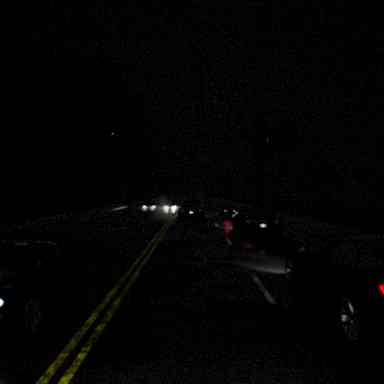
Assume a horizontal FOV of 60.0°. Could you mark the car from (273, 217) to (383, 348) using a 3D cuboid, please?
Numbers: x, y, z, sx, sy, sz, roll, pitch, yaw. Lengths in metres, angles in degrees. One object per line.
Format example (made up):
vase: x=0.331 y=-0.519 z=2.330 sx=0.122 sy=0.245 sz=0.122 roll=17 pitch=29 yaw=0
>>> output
car: x=3.251 y=1.479 z=6.284 sx=2.163 sy=1.488 sz=4.792 roll=0 pitch=0 yaw=0

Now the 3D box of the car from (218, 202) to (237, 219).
car: x=3.255 y=1.507 z=28.286 sx=1.895 sy=1.301 sz=4.718 roll=0 pitch=0 yaw=0

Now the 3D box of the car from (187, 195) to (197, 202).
car: x=0.014 y=1.466 z=74.019 sx=2.033 sy=1.411 sz=5.357 roll=0 pitch=0 yaw=0

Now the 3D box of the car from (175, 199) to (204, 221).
car: x=-0.043 y=1.475 z=26.376 sx=1.994 sy=1.385 sz=4.181 roll=0 pitch=0 yaw=0

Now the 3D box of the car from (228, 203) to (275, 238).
car: x=3.253 y=1.499 z=17.255 sx=1.994 sy=1.385 sz=4.181 roll=0 pitch=0 yaw=0

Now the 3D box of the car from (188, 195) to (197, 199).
car: x=0.111 y=1.448 z=57.938 sx=2.033 sy=1.411 sz=5.357 roll=0 pitch=0 yaw=0

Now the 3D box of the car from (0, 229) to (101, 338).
car: x=-3.349 y=1.574 z=6.663 sx=1.895 sy=1.301 sz=4.718 roll=0 pitch=0 yaw=0

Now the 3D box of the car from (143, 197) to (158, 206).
car: x=-6.490 y=1.489 z=52.589 sx=1.994 sy=1.385 sz=4.181 roll=0 pitch=0 yaw=0

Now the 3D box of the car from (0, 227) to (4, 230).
car: x=-6.600 y=1.445 z=8.068 sx=1.882 sy=1.535 sz=5.008 roll=0 pitch=0 yaw=0

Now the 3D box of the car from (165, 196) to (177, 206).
car: x=-3.240 y=1.397 z=52.563 sx=2.128 sy=1.511 sz=4.902 roll=0 pitch=0 yaw=0
